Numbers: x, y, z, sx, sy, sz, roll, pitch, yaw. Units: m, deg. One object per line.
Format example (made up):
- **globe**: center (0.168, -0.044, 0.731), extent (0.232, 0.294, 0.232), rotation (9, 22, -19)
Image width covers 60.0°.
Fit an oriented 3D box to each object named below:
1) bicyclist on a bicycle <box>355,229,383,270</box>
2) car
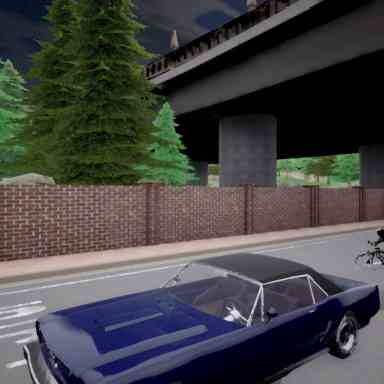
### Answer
- **bicyclist on a bicycle**: center (5.013, 1.548, 8.407), extent (1.656, 1.620, 0.582), rotation (0, 42, 30)
- **car**: center (0.478, 1.601, 4.372), extent (4.718, 1.301, 1.895), rotation (0, 0, -37)
